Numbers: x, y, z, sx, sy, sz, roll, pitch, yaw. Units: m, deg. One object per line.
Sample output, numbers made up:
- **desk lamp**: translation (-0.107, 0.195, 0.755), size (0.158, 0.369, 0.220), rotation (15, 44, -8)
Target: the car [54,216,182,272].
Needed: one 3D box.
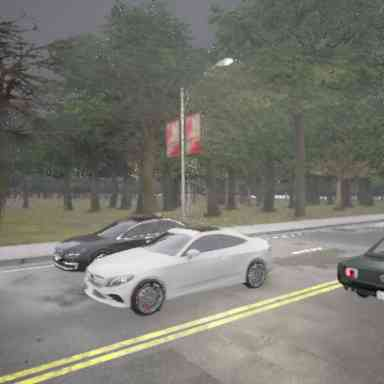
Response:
- **car**: translation (-1.722, 1.556, 10.490), size (4.892, 1.490, 1.837), rotation (0, 0, -36)

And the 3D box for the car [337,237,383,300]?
- **car**: translation (5.301, 1.602, 7.339), size (4.718, 1.301, 1.895), rotation (0, 0, -36)

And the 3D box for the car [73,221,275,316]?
- **car**: translation (-0.050, 1.557, 7.700), size (4.674, 1.442, 1.812), rotation (0, 0, -36)
